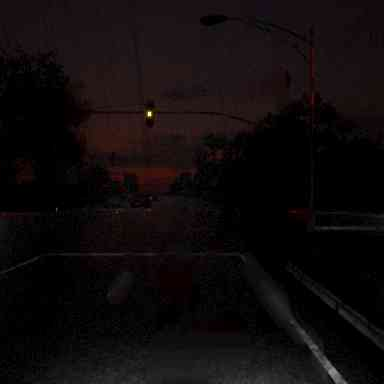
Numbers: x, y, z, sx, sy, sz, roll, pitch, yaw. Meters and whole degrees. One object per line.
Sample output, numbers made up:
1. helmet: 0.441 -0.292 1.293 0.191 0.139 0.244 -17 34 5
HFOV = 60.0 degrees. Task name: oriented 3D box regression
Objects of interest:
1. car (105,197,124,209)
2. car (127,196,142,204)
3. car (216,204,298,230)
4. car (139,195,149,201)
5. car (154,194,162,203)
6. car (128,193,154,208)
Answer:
1. car: -10.574 1.467 45.483 1.812 1.442 4.674 0 0 0
2. car: -10.623 1.449 61.869 1.994 1.385 4.181 0 0 0
3. car: 3.930 1.470 20.244 4.902 1.511 2.128 0 0 -3
4. car: -11.117 1.359 77.019 1.895 1.301 4.718 0 0 -3
5. car: -7.165 1.210 66.320 2.097 1.767 4.553 0 0 -1
6. car: -7.076 1.161 46.142 2.150 2.045 5.566 0 0 0
